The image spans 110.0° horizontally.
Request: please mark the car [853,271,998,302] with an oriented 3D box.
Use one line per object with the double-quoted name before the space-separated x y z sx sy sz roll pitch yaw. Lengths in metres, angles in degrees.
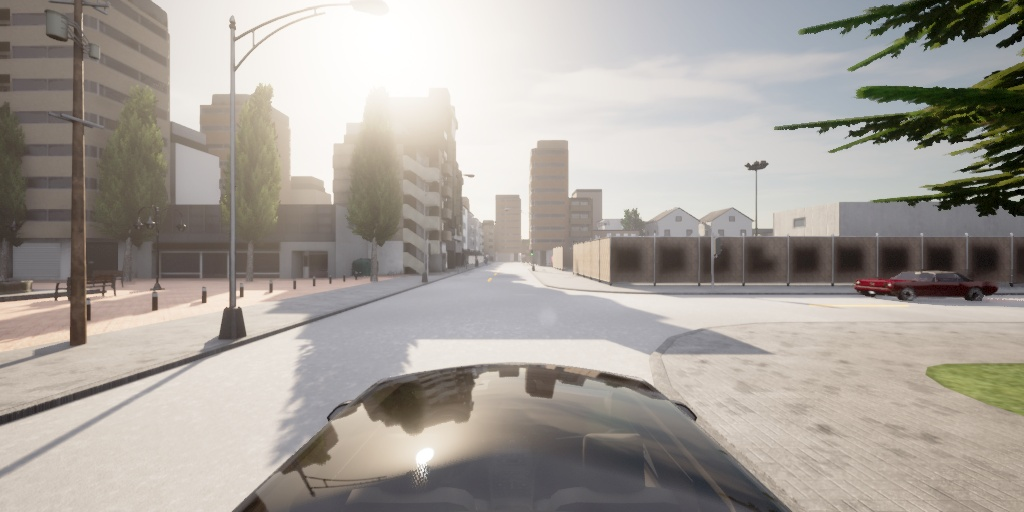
"car" 18.717 1.350 16.420 4.718 1.301 1.895 0 0 0
